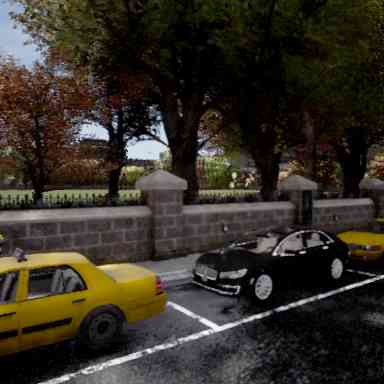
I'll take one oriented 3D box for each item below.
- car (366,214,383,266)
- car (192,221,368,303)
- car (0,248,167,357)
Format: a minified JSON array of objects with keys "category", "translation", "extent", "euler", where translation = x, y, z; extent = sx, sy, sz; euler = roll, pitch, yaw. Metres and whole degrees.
[{"category":"car","translation":[6.478,1.461,11.182],"extent":[4.829,1.417,1.752],"euler":[0,0,-35]},{"category":"car","translation":[2.033,1.516,8.010],"extent":[4.403,1.369,2.008],"euler":[0,0,-35]},{"category":"car","translation":[-2.690,1.523,4.643],"extent":[4.829,1.417,1.752],"euler":[0,0,-35]}]
